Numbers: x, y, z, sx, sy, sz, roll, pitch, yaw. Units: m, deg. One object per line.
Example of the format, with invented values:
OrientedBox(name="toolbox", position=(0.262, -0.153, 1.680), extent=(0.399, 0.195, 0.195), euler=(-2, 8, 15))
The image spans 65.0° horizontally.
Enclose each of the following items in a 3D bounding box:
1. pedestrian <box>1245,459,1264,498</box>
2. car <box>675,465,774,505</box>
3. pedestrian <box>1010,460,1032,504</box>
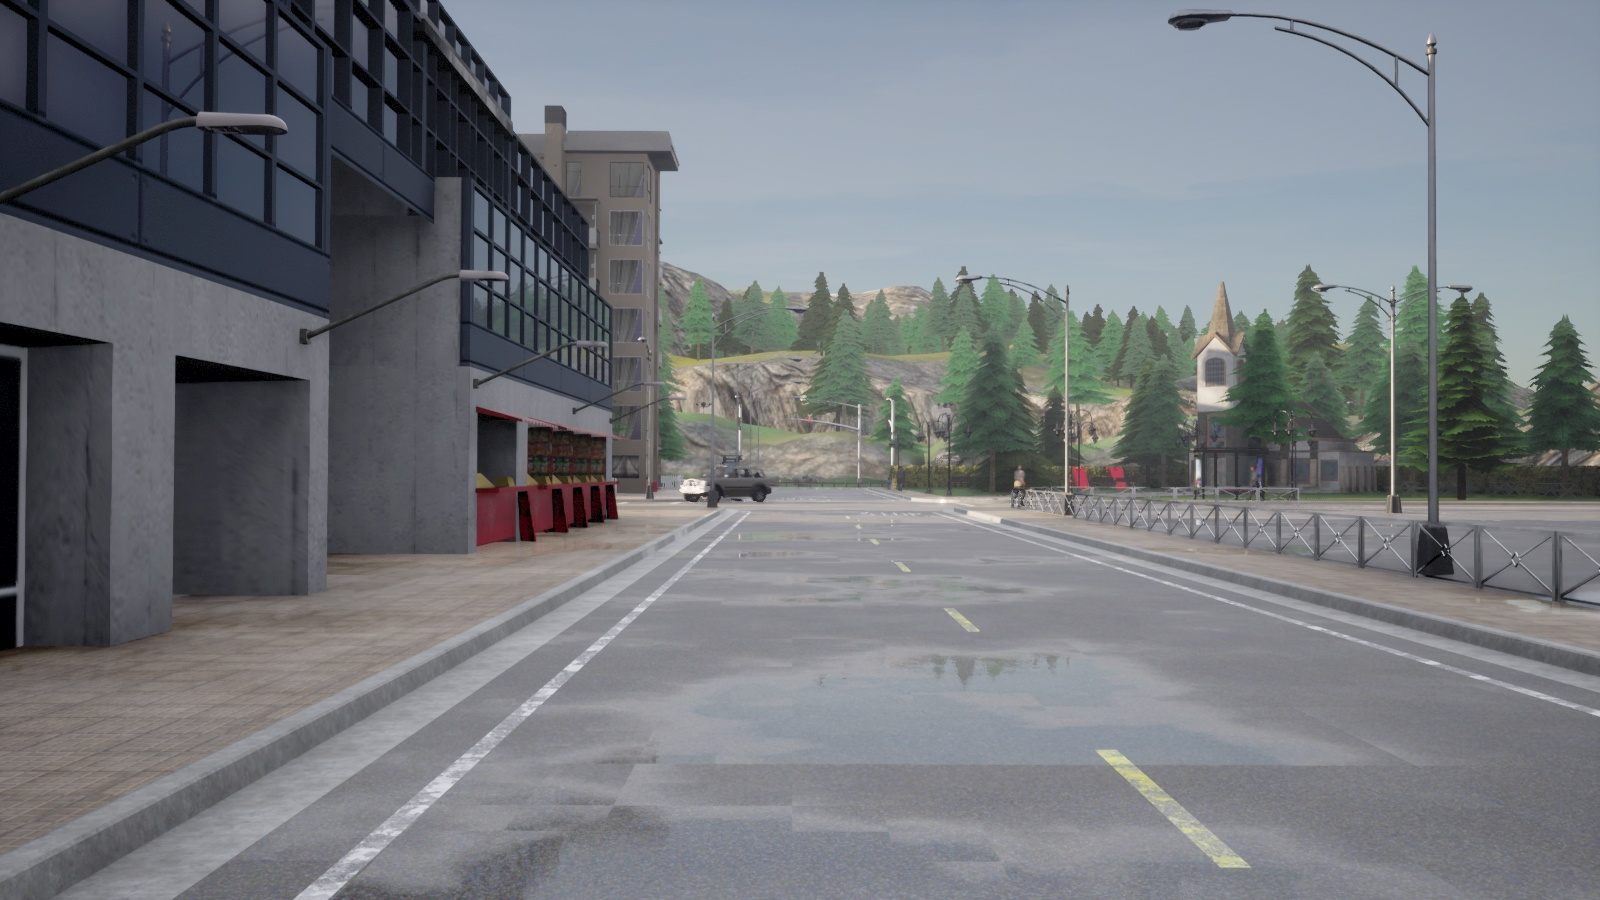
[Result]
OrientedBox(name="pedestrian", position=(22.921, 1.456, 63.340), extent=(0.788, 1.949, 0.423), euler=(0, -1, -3))
OrientedBox(name="car", position=(-3.656, 1.674, 61.212), extent=(4.605, 1.855, 1.932), euler=(1, 0, -42))
OrientedBox(name="pedestrian", position=(9.208, 1.326, 52.345), extent=(0.694, 1.848, 0.540), euler=(0, -1, -36))
